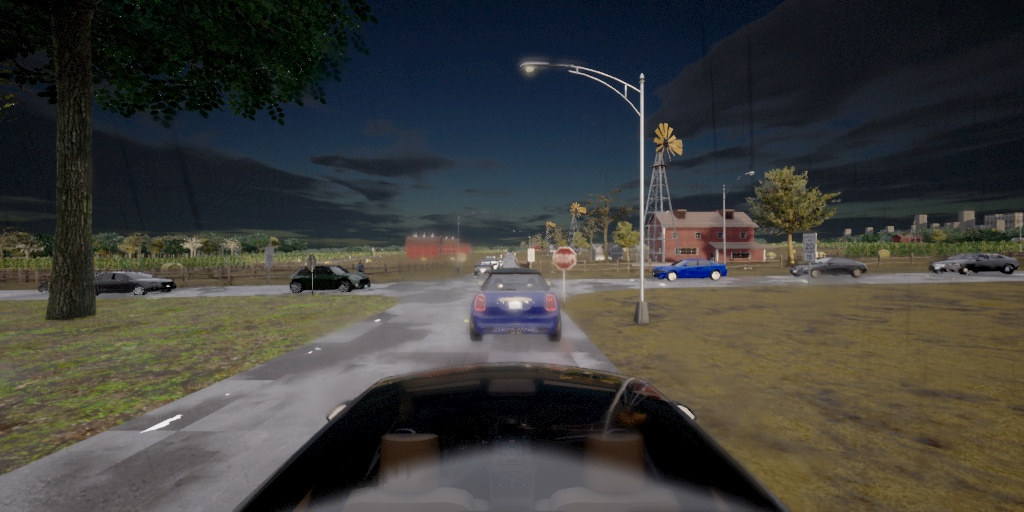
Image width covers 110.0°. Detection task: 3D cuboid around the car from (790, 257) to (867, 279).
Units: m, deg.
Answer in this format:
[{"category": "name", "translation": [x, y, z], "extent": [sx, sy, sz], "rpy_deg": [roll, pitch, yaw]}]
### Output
[{"category": "car", "translation": [22.590, 0.796, 25.652], "extent": [4.674, 1.442, 1.812], "rpy_deg": [-1, 1, 0]}]

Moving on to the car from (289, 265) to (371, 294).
[{"category": "car", "translation": [-11.324, 1.339, 22.479], "extent": [4.553, 1.767, 2.097], "rpy_deg": [-1, 1, 5]}]

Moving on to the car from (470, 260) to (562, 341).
[{"category": "car", "translation": [0.080, 1.104, 10.003], "extent": [2.097, 1.767, 4.553], "rpy_deg": [0, 0, 0]}]

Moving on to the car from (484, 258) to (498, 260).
[{"category": "car", "translation": [-2.919, 1.308, 38.345], "extent": [2.128, 1.511, 4.902], "rpy_deg": [0, 0, 0]}]

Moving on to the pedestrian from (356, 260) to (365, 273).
[{"category": "pedestrian", "translation": [-12.211, 1.215, 28.784], "extent": [0.375, 1.860, 0.375], "rpy_deg": [0, 2, 0]}]

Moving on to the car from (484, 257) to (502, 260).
[{"category": "car", "translation": [-2.928, 1.097, 48.570], "extent": [2.150, 2.045, 5.566], "rpy_deg": [0, 0, 0]}]

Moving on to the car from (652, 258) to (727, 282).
[{"category": "car", "translation": [12.606, 0.948, 25.626], "extent": [5.008, 1.535, 1.882], "rpy_deg": [-1, 1, -1]}]

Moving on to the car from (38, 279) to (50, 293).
[{"category": "car", "translation": [-31.106, 1.859, 25.809], "extent": [4.181, 1.385, 1.994], "rpy_deg": [-1, 1, 0]}]

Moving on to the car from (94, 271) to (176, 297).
[{"category": "car", "translation": [-24.352, 1.730, 22.854], "extent": [4.892, 1.490, 1.837], "rpy_deg": [-2, 1, 0]}]

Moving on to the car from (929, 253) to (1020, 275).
[{"category": "car", "translation": [32.888, 0.552, 25.610], "extent": [4.902, 1.511, 2.128], "rpy_deg": [-1, 1, 0]}]

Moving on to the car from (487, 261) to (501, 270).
[{"category": "car", "translation": [-2.907, 1.513, 59.260], "extent": [2.033, 1.411, 5.357], "rpy_deg": [0, -1, 1]}]
